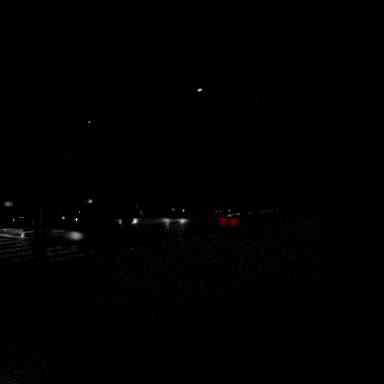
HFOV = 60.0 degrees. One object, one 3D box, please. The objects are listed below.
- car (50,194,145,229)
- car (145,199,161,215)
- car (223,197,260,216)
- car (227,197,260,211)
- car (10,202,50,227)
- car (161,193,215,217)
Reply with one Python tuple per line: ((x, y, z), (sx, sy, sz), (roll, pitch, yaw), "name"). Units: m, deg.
((-5.999, 1.160, 21.877), (2.150, 2.045, 5.566), (0, 0, 35), "car")
((-4.117, 1.389, 30.139), (1.882, 1.535, 5.008), (0, 0, 35), "car")
((4.654, 1.367, 30.918), (2.128, 1.511, 4.902), (0, 0, 35), "car")
((6.070, 1.355, 38.850), (1.837, 1.490, 4.892), (0, 0, 36), "car")
((-9.584, 1.456, 22.446), (1.837, 1.490, 4.892), (0, 0, 35), "car")
((0.005, 1.116, 30.326), (2.150, 2.045, 5.566), (0, 0, 35), "car")
